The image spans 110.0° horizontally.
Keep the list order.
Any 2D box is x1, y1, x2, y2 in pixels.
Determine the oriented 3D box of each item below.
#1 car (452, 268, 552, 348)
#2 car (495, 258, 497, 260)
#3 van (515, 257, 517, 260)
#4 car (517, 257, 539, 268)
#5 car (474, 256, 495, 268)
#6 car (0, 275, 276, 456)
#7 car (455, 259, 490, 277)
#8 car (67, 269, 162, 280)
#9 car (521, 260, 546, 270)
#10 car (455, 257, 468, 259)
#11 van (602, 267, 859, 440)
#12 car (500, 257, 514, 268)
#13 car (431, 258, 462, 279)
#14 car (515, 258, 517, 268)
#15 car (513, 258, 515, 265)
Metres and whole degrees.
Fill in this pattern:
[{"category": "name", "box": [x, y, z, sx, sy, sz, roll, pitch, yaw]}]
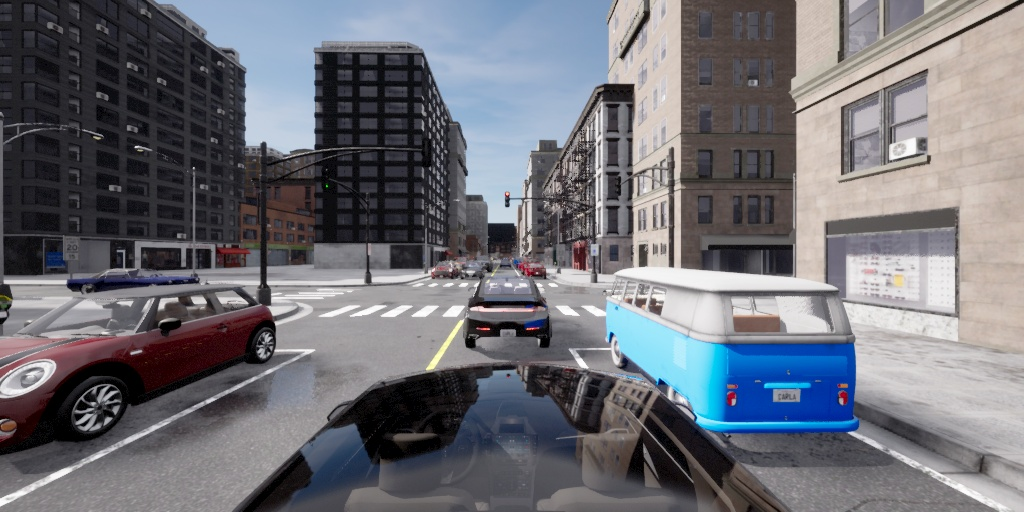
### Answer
[{"category": "car", "box": [-0.126, 1.242, 9.200, 2.128, 1.511, 4.902, 0, 0, -1]}, {"category": "car", "box": [-3.830, 1.294, 55.046, 2.033, 1.411, 5.357, 0, 0, -1]}, {"category": "van", "box": [1.668, 1.089, 53.776, 1.690, 1.789, 3.998, 0, 0, -1]}, {"category": "car", "box": [1.975, 1.065, 37.549, 2.192, 1.841, 5.009, 0, 0, -1]}, {"category": "car", "box": [-3.598, 0.974, 43.049, 2.150, 2.045, 5.566, 0, 0, 0]}, {"category": "car", "box": [-5.440, 1.190, 5.114, 1.967, 1.591, 4.097, 0, 0, -1]}, {"category": "car", "box": [-3.395, 1.242, 31.638, 2.128, 1.511, 4.902, 0, 0, -1]}, {"category": "car", "box": [-17.814, 1.263, 17.114, 4.718, 1.301, 1.895, 0, 0, -1]}, {"category": "car", "box": [2.077, 1.295, 32.141, 1.888, 1.381, 4.507, 0, 0, -1]}, {"category": "car", "box": [-6.151, 1.065, 42.806, 2.192, 1.841, 5.009, 0, 0, -1]}, {"category": "van", "box": [2.584, 1.091, 5.265, 1.690, 1.789, 3.998, 0, 0, -1]}, {"category": "car", "box": [-1.131, 1.309, 62.301, 1.994, 1.385, 4.181, 0, 0, -1]}, {"category": "car", "box": [-5.947, 1.190, 31.990, 1.967, 1.591, 4.097, 0, 0, -1]}, {"category": "car", "box": [1.770, 1.294, 48.367, 1.888, 1.381, 4.507, 0, 0, -1]}, {"category": "car", "box": [1.566, 1.312, 59.184, 1.948, 1.339, 4.313, 0, 0, -1]}]
